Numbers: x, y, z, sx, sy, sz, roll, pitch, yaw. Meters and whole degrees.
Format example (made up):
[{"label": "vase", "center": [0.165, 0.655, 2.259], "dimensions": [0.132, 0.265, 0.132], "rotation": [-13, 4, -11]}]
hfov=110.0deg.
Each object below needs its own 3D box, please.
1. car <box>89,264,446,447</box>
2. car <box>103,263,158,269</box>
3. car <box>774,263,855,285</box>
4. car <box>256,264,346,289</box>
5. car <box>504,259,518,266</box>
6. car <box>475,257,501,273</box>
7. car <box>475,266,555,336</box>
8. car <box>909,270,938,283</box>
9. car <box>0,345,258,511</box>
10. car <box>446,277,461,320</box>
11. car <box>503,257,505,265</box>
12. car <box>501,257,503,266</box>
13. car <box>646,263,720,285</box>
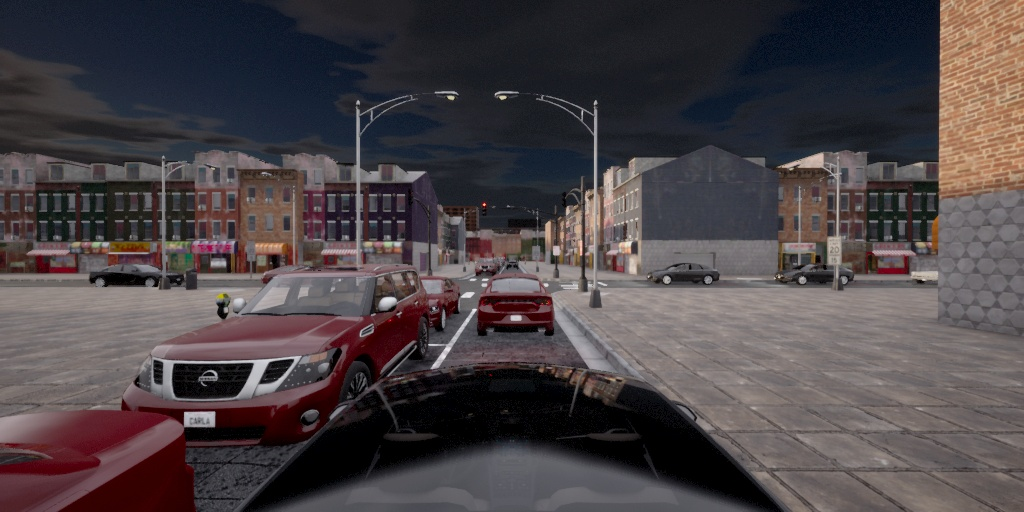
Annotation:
[{"label": "car", "center": [-2.640, 1.064, 5.548], "dimensions": [2.192, 1.841, 5.009], "rotation": [0, 0, 0]}, {"label": "car", "center": [-23.754, 1.221, 22.860], "dimensions": [5.008, 1.535, 1.882], "rotation": [0, 0, 0]}, {"label": "car", "center": [21.609, 1.277, 25.744], "dimensions": [4.892, 1.490, 1.837], "rotation": [0, 0, 0]}, {"label": "car", "center": [-13.348, 1.278, 22.881], "dimensions": [4.674, 1.442, 1.812], "rotation": [0, 0, -1]}, {"label": "car", "center": [0.079, 1.283, 58.523], "dimensions": [1.837, 1.490, 4.892], "rotation": [0, 0, 0]}, {"label": "car", "center": [-2.652, 1.072, 37.391], "dimensions": [2.192, 1.841, 5.009], "rotation": [0, 0, 0]}, {"label": "car", "center": [0.093, 1.227, 10.445], "dimensions": [1.882, 1.535, 5.008], "rotation": [0, 0, 0]}, {"label": "car", "center": [31.770, 1.390, 25.727], "dimensions": [4.718, 1.301, 1.895], "rotation": [0, 0, 0]}, {"label": "car", "center": [-2.638, 1.295, 0.115], "dimensions": [1.888, 1.381, 4.507], "rotation": [0, 0, 0]}, {"label": "car", "center": [-2.642, 1.294, 10.982], "dimensions": [1.888, 1.381, 4.507], "rotation": [0, 0, 0]}, {"label": "car", "center": [-2.663, 1.337, 64.525], "dimensions": [2.007, 1.370, 4.403], "rotation": [0, 0, 0]}, {"label": "car", "center": [-2.657, 1.081, 48.245], "dimensions": [2.192, 1.841, 5.009], "rotation": [0, 0, 0]}, {"label": "car", "center": [12.218, 1.264, 25.757], "dimensions": [4.892, 1.490, 1.837], "rotation": [0, 0, 0]}]
